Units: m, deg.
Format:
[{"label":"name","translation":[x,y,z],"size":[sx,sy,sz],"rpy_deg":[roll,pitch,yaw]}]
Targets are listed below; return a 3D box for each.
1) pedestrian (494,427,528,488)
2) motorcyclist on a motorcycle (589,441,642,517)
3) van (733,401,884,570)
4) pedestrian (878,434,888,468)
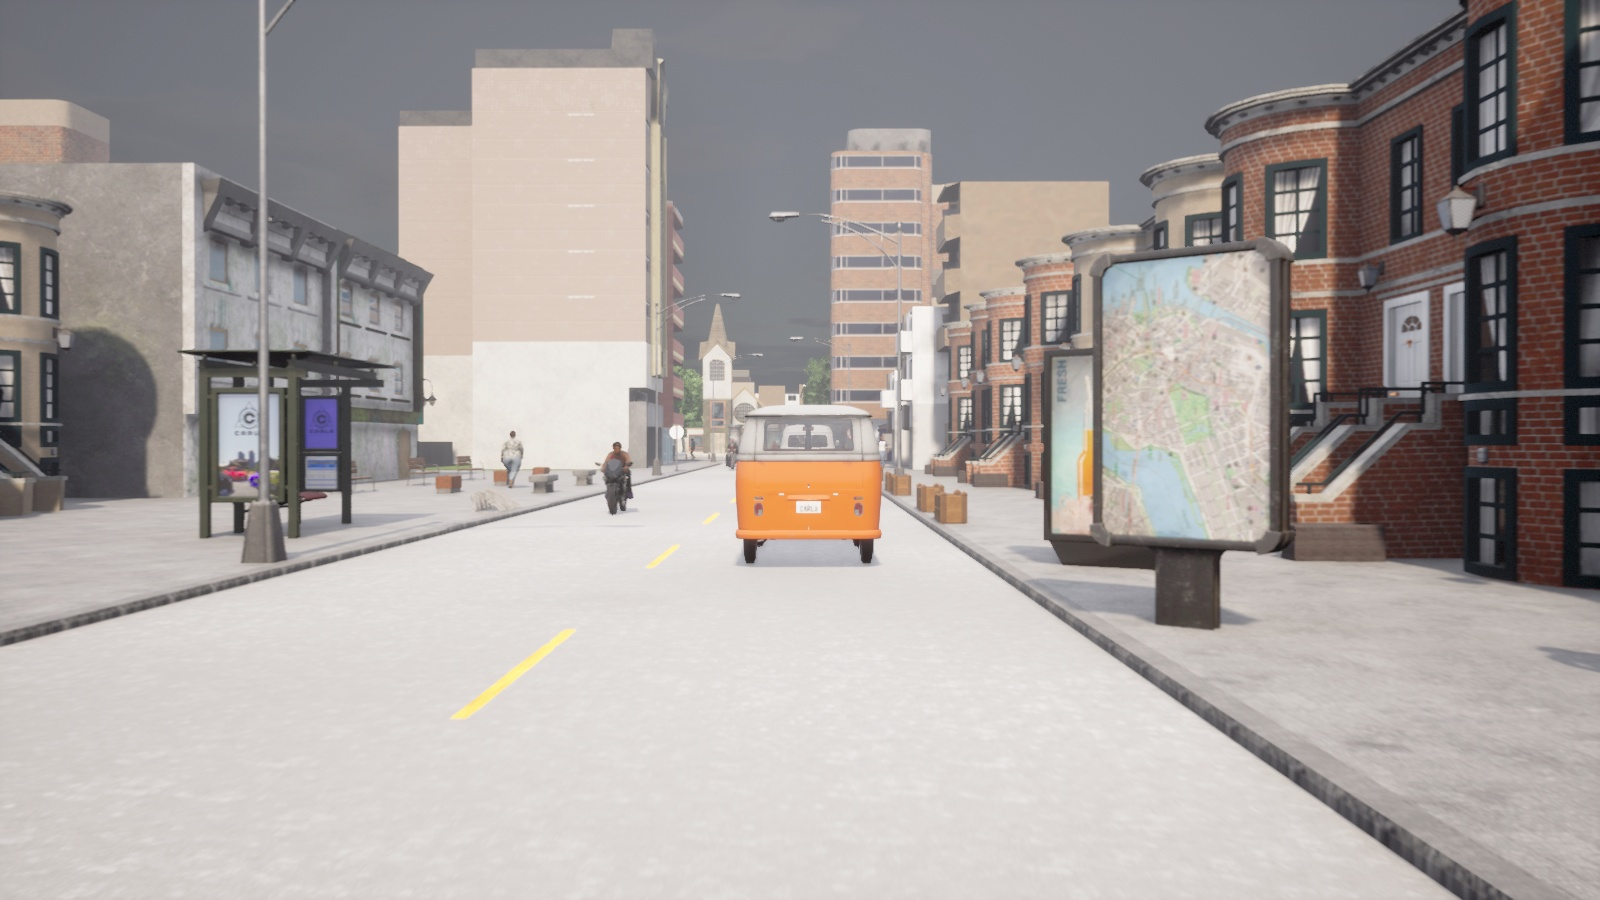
[{"label":"pedestrian","translation":[-8.872,0.231,38.591],"size":[0.874,1.855,0.900],"rpy_deg":[0,0,-3]},{"label":"motorcyclist on a motorcycle","translation":[-3.834,0.577,26.302],"size":[0.797,1.523,2.044],"rpy_deg":[0,0,0]},{"label":"van","translation":[0.113,0.404,16.987],"size":[1.775,1.987,4.442],"rpy_deg":[0,0,0]},{"label":"pedestrian","translation":[4.538,0.067,69.042],"size":[0.354,1.836,0.706],"rpy_deg":[0,0,-13]}]
